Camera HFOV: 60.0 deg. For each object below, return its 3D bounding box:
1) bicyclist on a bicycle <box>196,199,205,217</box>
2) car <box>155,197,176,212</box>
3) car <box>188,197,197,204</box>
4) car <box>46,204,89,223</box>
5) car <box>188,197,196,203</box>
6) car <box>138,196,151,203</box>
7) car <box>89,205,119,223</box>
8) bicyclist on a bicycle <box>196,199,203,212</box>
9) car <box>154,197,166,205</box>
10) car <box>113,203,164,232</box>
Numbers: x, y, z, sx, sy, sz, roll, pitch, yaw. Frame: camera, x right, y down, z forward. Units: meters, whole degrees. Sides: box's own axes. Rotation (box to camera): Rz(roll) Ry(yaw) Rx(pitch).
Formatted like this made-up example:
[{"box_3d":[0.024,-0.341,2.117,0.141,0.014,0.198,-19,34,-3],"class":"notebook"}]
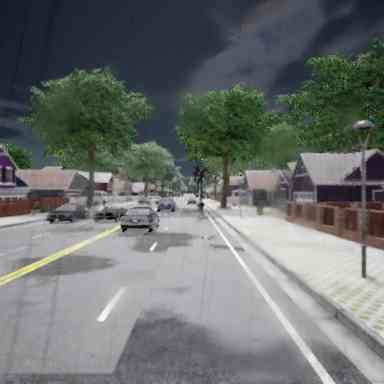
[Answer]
[{"box_3d":[0.895,1.524,30.836,0.659,1.776,1.843,0,0,0],"class":"bicyclist on a bicycle"},{"box_3d":[-3.148,1.567,42.465,2.097,1.767,4.553,0,0,0],"class":"car"},{"box_3d":[0.004,1.962,71.130,1.895,1.301,4.718,0,0,0],"class":"car"},{"box_3d":[-9.847,1.679,26.909,2.033,1.411,5.357,0,0,0],"class":"car"},{"box_3d":[0.004,1.996,86.464,2.033,1.411,5.357,0,0,0],"class":"car"},{"box_3d":[-9.746,1.693,68.222,2.097,1.767,4.553,0,0,0],"class":"car"},{"box_3d":[-6.595,1.735,27.263,1.895,1.301,4.718,0,0,0],"class":"car"},{"box_3d":[0.886,1.641,40.499,0.866,1.612,1.509,0,-1,0],"class":"bicyclist on a bicycle"},{"box_3d":[-6.496,1.816,68.230,1.882,1.535,5.008,0,0,0],"class":"car"},{"box_3d":[-3.149,1.647,20.852,2.033,1.411,5.357,0,0,0],"class":"car"}]
